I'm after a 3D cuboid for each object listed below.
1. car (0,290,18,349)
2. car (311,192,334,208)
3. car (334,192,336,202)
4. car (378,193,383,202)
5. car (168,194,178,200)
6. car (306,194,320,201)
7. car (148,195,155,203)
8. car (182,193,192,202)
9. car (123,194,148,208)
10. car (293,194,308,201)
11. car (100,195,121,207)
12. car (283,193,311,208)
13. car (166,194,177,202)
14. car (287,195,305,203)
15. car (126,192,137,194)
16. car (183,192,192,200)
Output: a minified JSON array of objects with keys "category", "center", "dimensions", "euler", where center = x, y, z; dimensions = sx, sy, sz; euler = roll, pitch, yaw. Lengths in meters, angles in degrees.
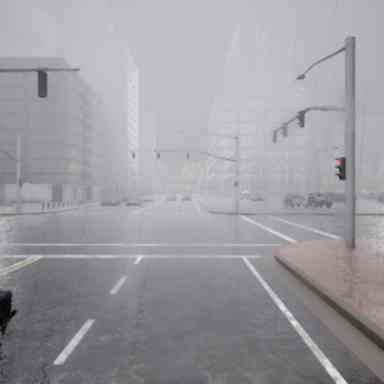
[{"category":"car","center":[-3.435,1.594,2.619],"dimensions":[1.895,1.301,4.718],"euler":[0,0,0]},{"category":"car","center":[16.031,1.054,42.384],"dimensions":[1.905,1.878,3.866],"euler":[0,0,0]},{"category":"car","center":[29.980,0.973,75.047],"dimensions":[1.932,1.855,4.605],"euler":[0,0,0]},{"category":"car","center":[35.578,1.009,60.003],"dimensions":[1.932,1.855,4.605],"euler":[0,0,0]},{"category":"car","center":[-4.671,1.157,81.077],"dimensions":[2.128,1.511,4.902],"euler":[0,0,0]},{"category":"car","center":[27.297,1.184,74.989],"dimensions":[1.784,1.438,3.905],"euler":[0,0,0]},{"category":"car","center":[-8.073,1.374,63.133],"dimensions":[1.812,1.442,4.674],"euler":[0,0,0]},{"category":"car","center":[-1.113,1.419,72.342],"dimensions":[1.895,1.301,4.718],"euler":[0,0,0]},{"category":"car","center":[-8.022,1.434,47.219],"dimensions":[2.033,1.411,5.357],"euler":[0,0,0]},{"category":"car","center":[24.402,1.215,74.980],"dimensions":[1.970,1.475,3.806],"euler":[0,0,0]},{"category":"car","center":[-11.523,1.239,47.371],"dimensions":[2.097,1.767,4.553],"euler":[0,0,0]},{"category":"car","center":[13.136,1.051,42.430],"dimensions":[1.932,1.855,4.605],"euler":[0,0,0]},{"category":"car","center":[-4.612,1.376,72.239],"dimensions":[1.994,1.385,4.181],"euler":[0,0,0]},{"category":"car","center":[18.681,1.252,59.861],"dimensions":[1.970,1.475,3.806],"euler":[0,0,0]},{"category":"car","center":[-11.570,1.069,63.123],"dimensions":[2.150,2.045,5.566],"euler":[0,0,0]},{"category":"car","center":[-1.171,0.987,81.070],"dimensions":[2.097,1.767,4.553],"euler":[0,0,0]}]
